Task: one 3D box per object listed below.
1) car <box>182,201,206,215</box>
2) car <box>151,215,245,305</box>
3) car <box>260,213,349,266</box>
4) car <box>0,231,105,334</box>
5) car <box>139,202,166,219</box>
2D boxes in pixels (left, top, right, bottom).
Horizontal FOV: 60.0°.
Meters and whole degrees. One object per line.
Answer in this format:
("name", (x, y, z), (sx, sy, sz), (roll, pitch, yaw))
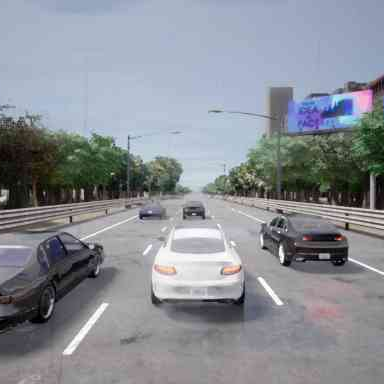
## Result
("car", (0.171, 1.504, 28.580), (1.837, 1.490, 4.892), (0, 0, 0))
("car", (0.119, 1.526, 7.976), (1.812, 1.442, 4.674), (0, 0, 0))
("car", (3.628, 1.504, 11.519), (1.837, 1.490, 4.892), (0, 0, 0))
("car", (-3.383, 1.547, 7.083), (2.033, 1.411, 5.357), (0, 0, 0))
("car", (-3.331, 1.563, 28.630), (1.994, 1.385, 4.181), (0, 0, 0))
